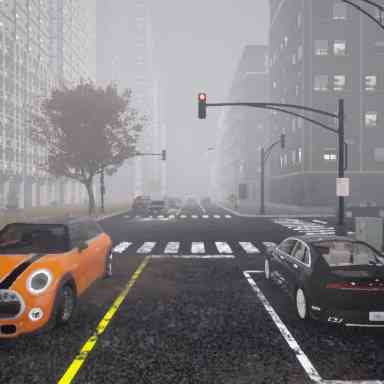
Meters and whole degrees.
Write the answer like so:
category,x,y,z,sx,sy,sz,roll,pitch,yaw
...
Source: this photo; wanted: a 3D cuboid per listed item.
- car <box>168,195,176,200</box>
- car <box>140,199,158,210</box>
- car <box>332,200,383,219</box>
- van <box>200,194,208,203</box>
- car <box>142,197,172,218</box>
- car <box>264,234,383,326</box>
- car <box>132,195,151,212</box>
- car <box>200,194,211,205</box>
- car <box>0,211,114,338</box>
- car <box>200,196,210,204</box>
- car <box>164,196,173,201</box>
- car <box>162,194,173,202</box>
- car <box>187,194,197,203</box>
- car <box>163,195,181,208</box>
category,x,y,z,sx,sy,sz,roll,pitch,yaw
car,-5.793,1.654,94.571,2.008,1.369,4.403,0,0,0
car,-5.740,1.592,44.865,1.947,1.339,4.313,0,0,0
car,13.397,1.350,26.380,4.403,1.369,2.008,-1,1,-1
van,2.611,1.402,72.489,1.690,1.788,3.998,0,0,0
car,-3.133,1.519,30.752,1.837,1.490,4.892,0,0,0
car,2.681,1.551,6.963,2.008,1.369,4.403,0,0,0
car,-5.735,1.336,39.342,2.192,1.841,5.009,0,0,0
car,2.623,1.610,61.442,1.947,1.339,4.313,0,0,0
car,-3.109,1.352,6.936,2.097,1.767,4.553,0,0,0
car,2.617,1.578,67.135,1.752,1.417,4.829,0,0,0
car,-5.781,1.632,83.525,2.008,1.369,4.403,0,0,0
car,-5.776,1.385,78.002,2.192,1.841,5.009,0,0,0
car,-0.074,1.602,68.670,2.033,1.411,5.357,0,0,0
car,-3.151,1.522,47.550,2.128,1.511,4.902,0,0,0
